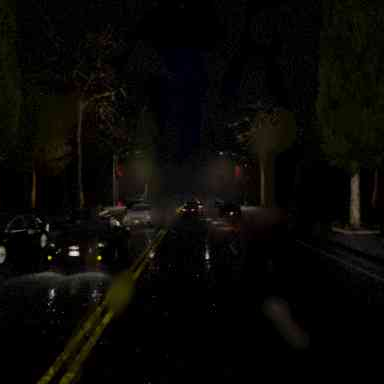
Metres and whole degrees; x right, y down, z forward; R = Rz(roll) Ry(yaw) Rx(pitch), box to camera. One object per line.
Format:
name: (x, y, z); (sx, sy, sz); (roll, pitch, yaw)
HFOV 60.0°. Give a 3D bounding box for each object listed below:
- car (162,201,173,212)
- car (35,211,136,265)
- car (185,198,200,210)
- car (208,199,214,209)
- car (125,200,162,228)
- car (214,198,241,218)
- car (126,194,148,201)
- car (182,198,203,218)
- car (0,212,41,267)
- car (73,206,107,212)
car: (-3.311, 1.663, 39.297); (1.895, 1.301, 4.718); (0, 0, 0)
car: (-3.359, 1.560, 11.450); (1.994, 1.385, 4.181); (0, 0, 0)
car: (0.057, 1.596, 45.677); (1.837, 1.490, 4.892); (0, 0, 0)
car: (3.311, 1.616, 45.664); (1.812, 1.442, 4.674); (0, 0, 0)
car: (-3.328, 1.533, 22.462); (1.812, 1.442, 4.674); (0, 0, 0)
car: (3.322, 1.532, 30.302); (1.837, 1.490, 4.892); (0, 0, 0)
car: (-6.554, 1.292, 40.079); (2.150, 2.045, 5.566); (0, -1, 0)
car: (0.076, 1.575, 30.637); (2.033, 1.411, 5.357); (0, 0, 0)
car: (-6.605, 1.502, 11.448); (1.837, 1.490, 4.892); (0, 0, 0)
car: (-6.582, 1.570, 21.474); (1.994, 1.385, 4.181); (0, 0, 1)
